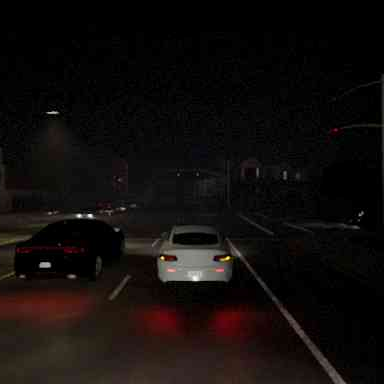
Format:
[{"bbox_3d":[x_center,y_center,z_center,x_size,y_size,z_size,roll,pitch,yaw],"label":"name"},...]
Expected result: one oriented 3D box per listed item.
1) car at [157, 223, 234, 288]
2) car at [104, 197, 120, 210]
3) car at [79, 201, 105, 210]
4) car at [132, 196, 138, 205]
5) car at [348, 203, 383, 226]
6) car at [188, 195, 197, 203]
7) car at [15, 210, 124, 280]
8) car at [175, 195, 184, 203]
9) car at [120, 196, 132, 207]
[{"bbox_3d":[0.092,1.597,9.371,1.812,1.442,4.674,0,0,0],"label":"car"},{"bbox_3d":[-13.985,2.086,55.204,2.097,1.767,4.553,0,0,0],"label":"car"},{"bbox_3d":[-14.021,2.228,45.936,1.895,1.301,4.718,0,-1,0],"label":"car"},{"bbox_3d":[-13.863,1.863,76.461,2.150,2.045,5.566,0,1,0],"label":"car"},{"bbox_3d":[14.294,1.628,25.179,4.553,1.767,2.097,0,-1,1],"label":"car"},{"bbox_3d":[0.159,1.898,89.010,2.150,2.045,5.566,0,-1,0],"label":"car"},{"bbox_3d":[-3.403,1.559,10.222,1.882,1.535,5.008,0,0,0],"label":"car"},{"bbox_3d":[-3.341,1.900,88.714,2.150,2.045,5.566,0,-1,0],"label":"car"},{"bbox_3d":[-13.902,1.947,65.723,2.150,2.045,5.566,0,0,0],"label":"car"}]
